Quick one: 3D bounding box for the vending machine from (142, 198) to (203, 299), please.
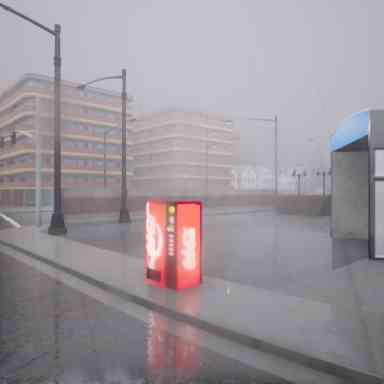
[{"bbox_3d":[-0.439,1.195,7.684,1.100,2.100,0.880,0,0,-44],"label":"vending machine"}]
